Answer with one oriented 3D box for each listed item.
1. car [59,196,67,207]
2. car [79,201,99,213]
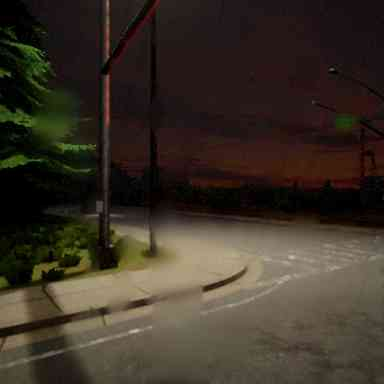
[{"bbox_3d":[-19.583,1.323,48.384,1.837,1.490,4.892,0,0,-34],"label":"car"},{"bbox_3d":[-10.193,1.581,34.468,1.994,1.385,4.181,0,0,-34],"label":"car"}]
